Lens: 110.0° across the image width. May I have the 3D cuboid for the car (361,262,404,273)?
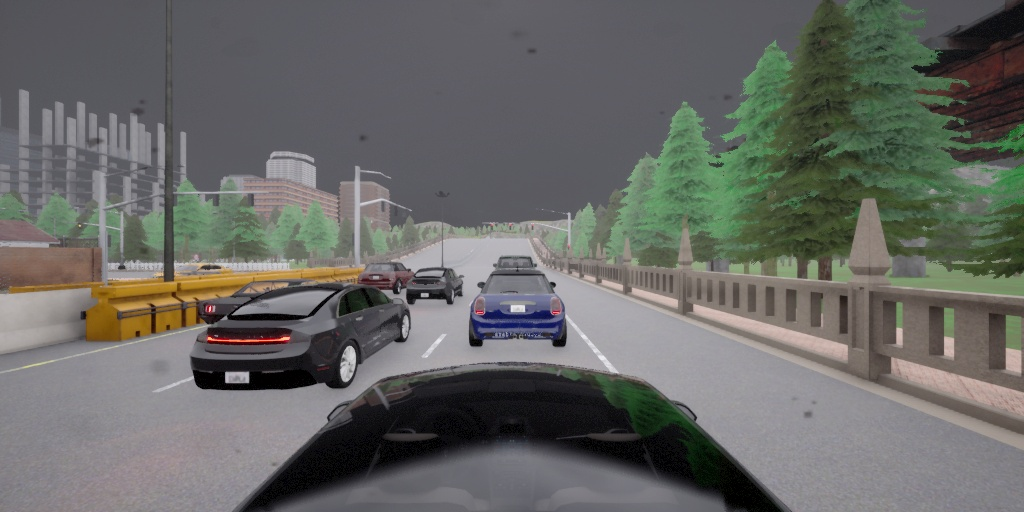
[{"bbox_3d":[-6.873,1.102,20.165,2.097,1.767,4.553,0,0,-1],"label":"car"}]

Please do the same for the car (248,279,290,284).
[{"bbox_3d":[-6.860,1.351,11.172,1.895,1.301,4.718,0,0,0],"label":"car"}]

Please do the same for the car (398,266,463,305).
[{"bbox_3d":[-3.342,1.255,16.175,1.837,1.490,4.892,0,0,0],"label":"car"}]

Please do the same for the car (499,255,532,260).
[{"bbox_3d":[0.169,0.972,18.982,2.150,2.045,5.566,0,0,0],"label":"car"}]

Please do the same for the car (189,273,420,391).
[{"bbox_3d":[-3.381,1.255,6.854,1.837,1.490,4.892,0,0,0],"label":"car"}]

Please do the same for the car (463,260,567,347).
[{"bbox_3d":[0.129,1.102,9.492,2.097,1.767,4.553,0,0,0],"label":"car"}]

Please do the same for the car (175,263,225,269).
[{"bbox_3d":[-20.922,1.230,23.705,1.882,1.535,5.008,0,0,-2],"label":"car"}]

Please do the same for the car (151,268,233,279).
[{"bbox_3d":[-14.019,1.351,15.468,1.895,1.301,4.718,0,0,1],"label":"car"}]
